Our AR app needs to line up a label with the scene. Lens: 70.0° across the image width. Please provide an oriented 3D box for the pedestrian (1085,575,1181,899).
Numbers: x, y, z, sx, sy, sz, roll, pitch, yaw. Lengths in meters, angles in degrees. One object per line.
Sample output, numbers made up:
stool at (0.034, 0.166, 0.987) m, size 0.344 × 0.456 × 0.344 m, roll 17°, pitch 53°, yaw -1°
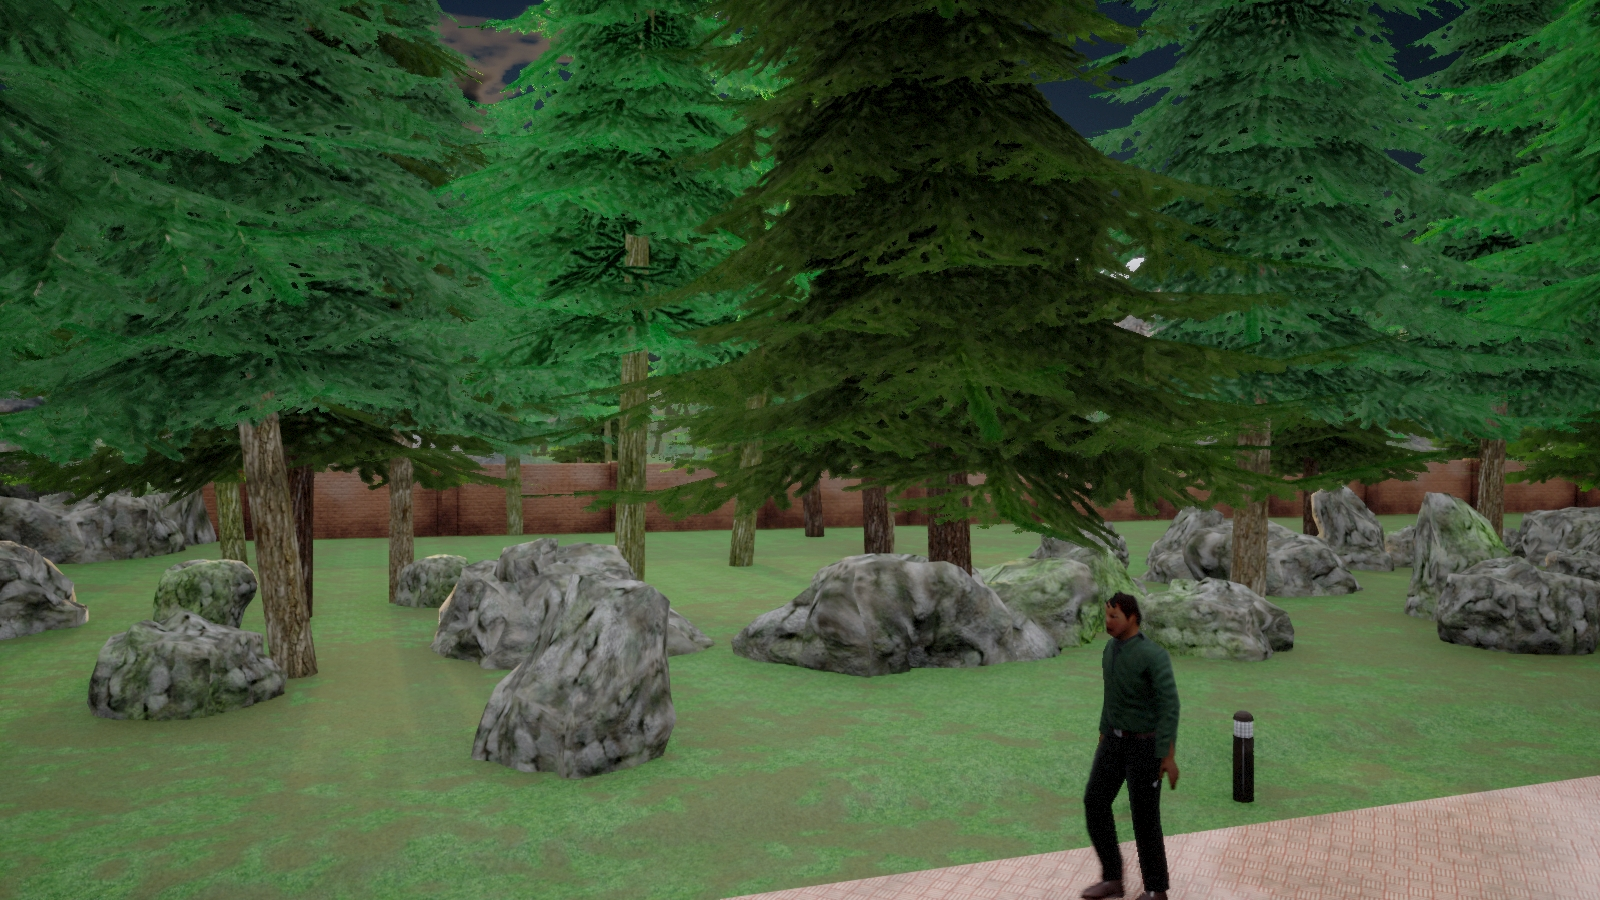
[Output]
pedestrian at (1.888, 1.667, 6.486) m, size 0.375 × 1.860 × 0.375 m, roll 0°, pitch 0°, yaw -19°
